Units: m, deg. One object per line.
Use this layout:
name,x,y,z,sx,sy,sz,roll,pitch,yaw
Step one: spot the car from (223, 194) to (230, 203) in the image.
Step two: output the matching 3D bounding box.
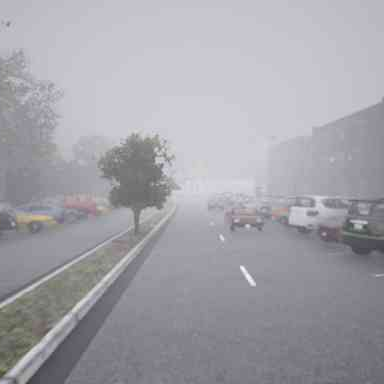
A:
car,7.384,1.451,47.563,5.008,1.535,2.097,1,0,-22

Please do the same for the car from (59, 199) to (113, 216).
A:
car,-10.538,1.493,33.079,4.892,1.521,2.231,-1,0,-20

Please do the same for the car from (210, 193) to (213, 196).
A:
car,6.485,1.476,65.663,4.674,1.452,2.002,1,0,-24

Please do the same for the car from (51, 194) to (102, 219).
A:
car,-10.527,1.243,27.125,5.566,2.045,2.435,-1,0,-20

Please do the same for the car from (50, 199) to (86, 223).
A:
car,-10.462,1.524,24.176,4.792,1.488,2.163,-1,0,-20

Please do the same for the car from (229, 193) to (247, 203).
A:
car,7.524,1.331,41.517,4.553,1.767,2.185,1,0,-22

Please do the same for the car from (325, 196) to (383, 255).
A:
car,7.763,1.225,11.420,5.566,2.045,2.435,1,0,-20

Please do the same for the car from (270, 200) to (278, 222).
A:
car,7.722,1.471,20.420,5.008,1.535,2.097,1,0,-20

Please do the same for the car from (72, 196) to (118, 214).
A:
car,-10.555,1.365,36.056,4.553,1.767,2.185,-1,0,-21

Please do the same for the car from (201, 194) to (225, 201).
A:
car,5.065,1.420,80.634,5.366,1.575,1.946,1,0,-26

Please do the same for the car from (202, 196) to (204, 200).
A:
car,5.549,1.302,77.720,4.553,1.767,2.185,1,0,-26

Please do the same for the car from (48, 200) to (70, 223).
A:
car,-10.505,1.526,21.173,4.792,1.488,2.163,-1,0,-20

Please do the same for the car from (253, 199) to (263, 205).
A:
car,7.731,1.498,26.454,4.792,1.488,2.163,1,0,-20

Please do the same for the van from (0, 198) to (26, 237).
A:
van,-10.358,1.271,15.278,4.442,1.987,1.878,-1,0,-20

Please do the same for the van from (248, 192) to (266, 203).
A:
van,7.586,1.239,29.409,4.442,1.987,1.878,1,0,-20

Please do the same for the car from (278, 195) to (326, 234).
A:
car,7.752,1.222,17.429,5.566,2.045,2.435,1,0,-20

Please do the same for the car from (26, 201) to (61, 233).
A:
car,-10.296,1.491,18.277,5.366,1.575,1.946,-1,0,-20

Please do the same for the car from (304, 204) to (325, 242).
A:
car,7.734,1.474,14.410,5.008,1.535,2.097,1,0,-20

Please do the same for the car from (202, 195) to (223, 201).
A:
car,5.114,1.458,83.694,4.792,1.488,2.163,1,0,-26

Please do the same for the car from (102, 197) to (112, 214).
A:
car,-10.345,1.487,30.179,5.366,1.575,1.946,-1,0,-20

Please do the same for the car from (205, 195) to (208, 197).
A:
car,6.044,1.433,71.689,4.892,1.521,2.231,1,0,-25

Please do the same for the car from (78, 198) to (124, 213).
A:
car,-10.625,1.490,39.012,5.008,1.535,2.097,-1,0,-21

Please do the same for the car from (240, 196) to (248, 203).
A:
car,7.844,1.463,32.537,5.366,1.575,1.946,1,0,-21

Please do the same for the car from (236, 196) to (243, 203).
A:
car,7.653,1.462,35.480,5.008,1.535,2.097,1,0,-21

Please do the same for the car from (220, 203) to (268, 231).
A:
car,3.059,1.590,20.445,1.895,1.301,4.718,0,0,0

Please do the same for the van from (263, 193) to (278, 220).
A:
van,7.609,1.242,23.384,4.442,1.987,1.878,1,0,-20

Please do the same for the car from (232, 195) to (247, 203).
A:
car,7.590,1.460,38.498,4.892,1.521,2.231,1,0,-21

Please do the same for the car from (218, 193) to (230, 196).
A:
car,7.166,1.446,53.596,5.008,1.535,2.097,1,0,-23

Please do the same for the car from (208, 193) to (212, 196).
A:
car,6.263,1.474,68.679,4.674,1.452,2.002,1,0,-25

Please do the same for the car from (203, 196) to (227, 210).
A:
car,2.855,1.577,42.026,1.895,1.301,4.718,0,0,-1

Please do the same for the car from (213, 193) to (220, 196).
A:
car,6.997,1.192,56.600,5.566,2.045,2.435,1,0,-23
